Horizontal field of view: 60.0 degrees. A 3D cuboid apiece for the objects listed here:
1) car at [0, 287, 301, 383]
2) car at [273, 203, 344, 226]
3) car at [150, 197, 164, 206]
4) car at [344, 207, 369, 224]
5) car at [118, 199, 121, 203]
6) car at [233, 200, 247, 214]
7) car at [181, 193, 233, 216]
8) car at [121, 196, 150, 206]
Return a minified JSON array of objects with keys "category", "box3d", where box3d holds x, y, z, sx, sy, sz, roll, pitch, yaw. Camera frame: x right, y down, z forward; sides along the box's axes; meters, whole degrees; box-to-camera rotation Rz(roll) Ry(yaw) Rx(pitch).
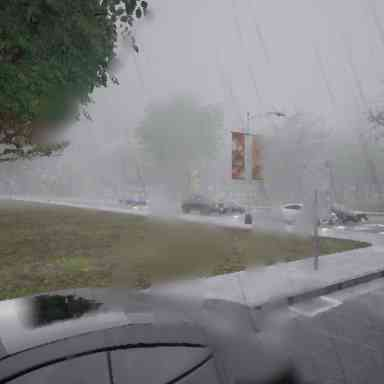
[{"category":"car","box3d":[-1.203,1.525,2.202,4.674,1.442,1.812,0,0,-35]},{"category":"car","box3d":[7.773,1.516,23.278,1.812,1.442,4.674,0,0,-36]},{"category":"car","box3d":[-6.318,1.488,54.616,1.812,1.442,4.674,0,0,-36]},{"category":"car","box3d":[10.409,1.533,25.272,2.033,1.411,5.357,0,0,-33]},{"category":"car","box3d":[-12.311,1.485,63.028,1.812,1.442,4.674,0,0,-35]},{"category":"car","box3d":[3.652,1.479,34.695,1.837,1.490,4.892,0,0,-35]},{"category":"car","box3d":[1.112,1.194,32.658,2.150,2.045,5.566,0,1,-35]},{"category":"car","box3d":[-9.004,1.444,52.598,1.882,1.535,5.008,0,0,-35]}]
